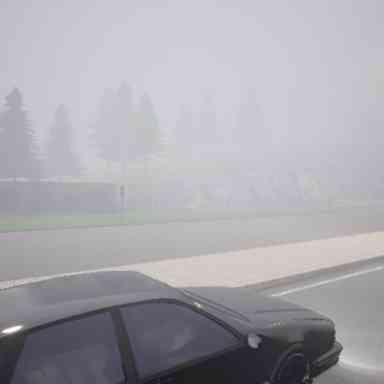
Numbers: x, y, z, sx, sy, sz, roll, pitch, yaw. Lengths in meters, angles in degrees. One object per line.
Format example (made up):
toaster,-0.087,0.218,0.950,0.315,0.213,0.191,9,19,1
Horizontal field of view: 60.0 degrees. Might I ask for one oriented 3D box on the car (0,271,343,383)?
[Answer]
car,-0.817,1.552,3.162,5.357,1.411,2.033,0,0,-35
